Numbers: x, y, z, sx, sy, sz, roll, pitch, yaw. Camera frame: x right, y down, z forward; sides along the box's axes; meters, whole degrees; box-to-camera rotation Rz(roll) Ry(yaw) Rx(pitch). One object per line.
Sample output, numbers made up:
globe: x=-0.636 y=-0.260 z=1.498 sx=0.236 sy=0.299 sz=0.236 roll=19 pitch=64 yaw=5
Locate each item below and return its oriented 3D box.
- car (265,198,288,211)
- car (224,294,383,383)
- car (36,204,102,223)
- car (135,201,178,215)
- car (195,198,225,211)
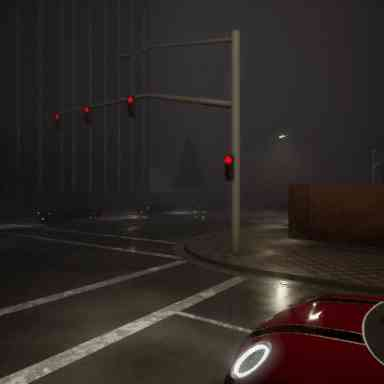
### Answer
car: x=10.746 y=1.491 z=41.332 sx=2.128 sy=1.511 sz=4.902 roll=0 pitch=0 yaw=36
car: x=2.449 y=1.352 z=2.211 sx=4.553 sy=1.767 sz=2.097 roll=0 pitch=0 yaw=36
car: x=-9.319 y=1.600 z=25.455 sx=1.895 sy=1.301 sz=4.718 roll=0 pitch=0 yaw=35
car: x=-3.538 y=1.600 z=33.610 sx=1.895 sy=1.301 sz=4.718 roll=0 pitch=0 yaw=35
car: x=2.306 y=1.491 z=41.820 sx=2.128 sy=1.511 sz=4.902 roll=0 pitch=0 yaw=36
